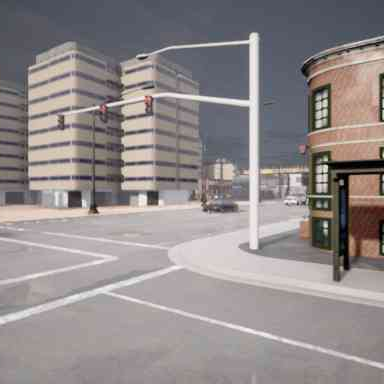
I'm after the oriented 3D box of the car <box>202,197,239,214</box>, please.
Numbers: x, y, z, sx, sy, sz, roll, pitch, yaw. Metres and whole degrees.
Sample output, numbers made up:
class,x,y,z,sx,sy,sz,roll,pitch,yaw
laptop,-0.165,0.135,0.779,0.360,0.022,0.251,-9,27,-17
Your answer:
class,x,y,z,sx,sy,sz,roll,pitch,yaw
car,3.192,1.544,35.781,2.033,1.411,5.357,0,0,35

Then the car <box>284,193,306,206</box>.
class,x,y,z,sx,sy,sz,roll,pitch,yaw
car,17.337,1.133,55.766,2.150,2.045,5.566,0,0,35
